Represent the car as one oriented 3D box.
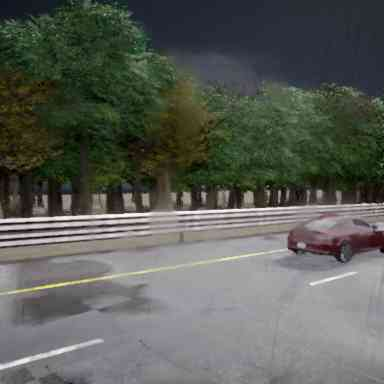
[{"bbox_3d":[5.330,1.519,11.844,4.674,1.442,1.812,0,0,-36],"label":"car"}]
